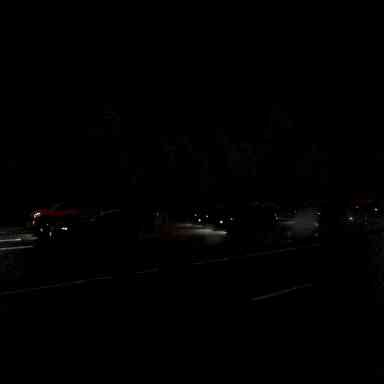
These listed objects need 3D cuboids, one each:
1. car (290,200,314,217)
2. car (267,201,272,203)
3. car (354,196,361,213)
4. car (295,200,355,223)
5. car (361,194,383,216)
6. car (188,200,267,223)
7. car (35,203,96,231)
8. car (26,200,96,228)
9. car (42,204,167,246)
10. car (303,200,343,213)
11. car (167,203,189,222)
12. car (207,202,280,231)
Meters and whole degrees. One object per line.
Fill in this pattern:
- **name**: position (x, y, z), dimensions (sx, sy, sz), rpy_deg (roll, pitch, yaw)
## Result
- **car**: position (10.944, 1.505, 30.208), dimensions (4.892, 1.490, 1.837), rpy_deg (0, 0, -35)
- **car**: position (6.219, 1.526, 31.146), dimensions (4.674, 1.442, 1.812), rpy_deg (0, 0, -35)
- **car**: position (19.435, 1.221, 36.197), dimensions (5.566, 2.045, 2.150), rpy_deg (0, 0, -35)
- **car**: position (10.175, 1.564, 25.383), dimensions (4.181, 1.385, 1.994), rpy_deg (0, 0, -35)
- **car**: position (18.745, 1.221, 31.418), dimensions (5.566, 2.045, 2.150), rpy_deg (0, 0, -36)
- **car**: position (2.693, 1.547, 24.358), dimensions (5.357, 1.411, 2.033), rpy_deg (0, 0, -36)
- **car**: position (-5.522, 1.547, 18.532), dimensions (5.357, 1.411, 2.033), rpy_deg (0, 0, -35)
- **car**: position (-7.931, 1.352, 21.068), dimensions (4.553, 1.767, 2.097), rpy_deg (0, 0, -35)
- **car**: position (-3.921, 1.492, 15.330), dimensions (4.902, 1.511, 2.128), rpy_deg (0, 0, -36)
- **car**: position (14.623, 1.601, 37.074), dimensions (4.718, 1.301, 1.895), rpy_deg (0, 0, -36)
- **car**: position (-0.909, 1.564, 26.086), dimensions (4.181, 1.385, 1.994), rpy_deg (0, 0, -36)
- **car**: position (3.324, 1.564, 20.506), dimensions (4.181, 1.385, 1.994), rpy_deg (0, 0, -35)
